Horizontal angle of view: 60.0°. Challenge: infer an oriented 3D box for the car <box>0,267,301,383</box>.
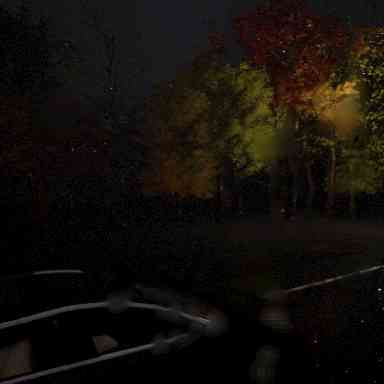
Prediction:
[{"bbox_3d":[-1.028,1.494,3.013,4.902,1.511,2.128,0,0,-36],"label":"car"}]
